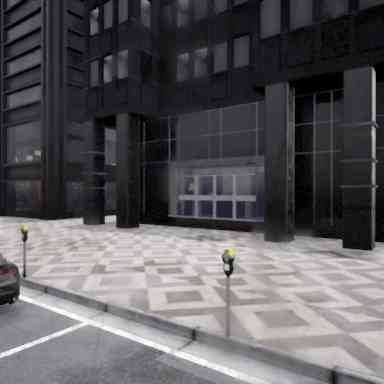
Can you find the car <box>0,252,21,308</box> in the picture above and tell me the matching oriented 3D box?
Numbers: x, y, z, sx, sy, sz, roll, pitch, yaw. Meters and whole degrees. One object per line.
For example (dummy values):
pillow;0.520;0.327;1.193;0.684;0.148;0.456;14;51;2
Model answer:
car;-5.117;1.549;6.614;4.403;1.369;2.008;0;0;36
